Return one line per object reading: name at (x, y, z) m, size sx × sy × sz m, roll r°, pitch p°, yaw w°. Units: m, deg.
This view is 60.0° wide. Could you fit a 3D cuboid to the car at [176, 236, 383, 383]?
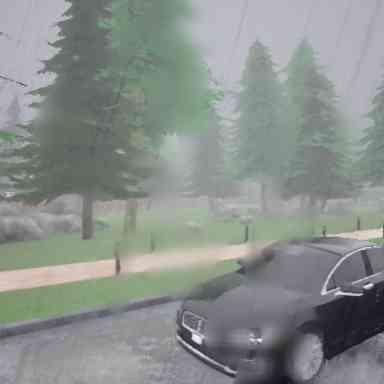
car at (2.033, 1.551, 5.459) m, size 4.892 × 1.490 × 1.837 m, roll 1°, pitch 0°, yaw -36°
